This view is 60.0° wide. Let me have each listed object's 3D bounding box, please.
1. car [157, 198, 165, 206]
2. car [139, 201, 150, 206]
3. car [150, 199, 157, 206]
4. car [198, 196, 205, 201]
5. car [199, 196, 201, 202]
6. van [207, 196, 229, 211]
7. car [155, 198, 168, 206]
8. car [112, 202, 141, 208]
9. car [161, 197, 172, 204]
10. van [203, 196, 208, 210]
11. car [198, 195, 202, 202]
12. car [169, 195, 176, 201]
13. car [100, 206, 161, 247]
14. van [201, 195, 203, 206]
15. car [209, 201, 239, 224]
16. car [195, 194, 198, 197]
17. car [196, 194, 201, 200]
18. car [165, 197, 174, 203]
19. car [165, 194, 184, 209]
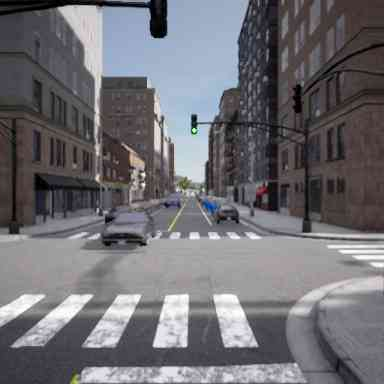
[{"bbox_3d":[-5.432,1.737,48.409,2.008,1.369,4.403,0,0,0],"label":"car"},{"bbox_3d":[-5.416,1.706,31.362,1.802,1.307,4.206,0,0,0],"label":"car"},{"bbox_3d":[-5.422,1.711,37.044,1.947,1.339,4.313,0,0,0],"label":"car"},{"bbox_3d":[2.551,1.891,93.875,1.887,1.381,4.507,0,0,0],"label":"car"},{"bbox_3d":[2.583,1.809,59.781,1.802,1.307,4.206,0,0,0],"label":"car"},{"bbox_3d":[2.609,1.465,31.370,1.690,1.788,3.998,0,0,0],"label":"van"},{"bbox_3d":[-5.442,1.793,59.773,1.947,1.339,4.313,0,0,0],"label":"car"},{"bbox_3d":[-5.411,1.668,25.680,1.947,1.339,4.313,0,0,0],"label":"car"},{"bbox_3d":[-5.453,1.812,71.138,1.887,1.381,4.507,0,0,0],"label":"car"},{"bbox_3d":[2.598,1.507,42.735,1.690,1.788,3.998,0,0,0],"label":"van"},{"bbox_3d":[2.577,1.773,65.633,1.752,1.417,4.829,0,0,0],"label":"car"},{"bbox_3d":[-5.474,1.786,93.867,1.967,1.590,4.097,0,0,0],"label":"car"},{"bbox_3d":[-2.766,1.618,15.746,2.033,1.411,5.357,0,0,0],"label":"car"},{"bbox_3d":[2.593,1.528,48.417,1.690,1.788,3.998,0,0,0],"label":"van"},{"bbox_3d":[2.614,1.653,25.687,2.008,1.369,4.403,0,0,0],"label":"car"},{"bbox_3d":[2.557,1.767,88.193,1.967,1.590,4.097,0,0,0],"label":"car"},{"bbox_3d":[2.562,1.852,82.510,1.887,1.381,4.507,0,0,0],"label":"car"},{"bbox_3d":[-5.463,1.852,82.502,1.887,1.381,4.507,0,0,0],"label":"car"},{"bbox_3d":[-2.796,1.406,50.187,2.150,2.045,5.566,0,0,0],"label":"car"}]
